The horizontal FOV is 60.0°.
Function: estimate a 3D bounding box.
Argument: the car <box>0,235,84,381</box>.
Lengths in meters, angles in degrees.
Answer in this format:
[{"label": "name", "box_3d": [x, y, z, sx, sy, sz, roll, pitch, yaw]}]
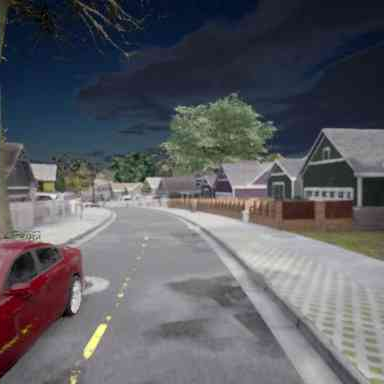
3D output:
[{"label": "car", "box_3d": [-2.990, 1.476, 4.567, 1.882, 1.535, 5.008, 0, 0, -2]}]
